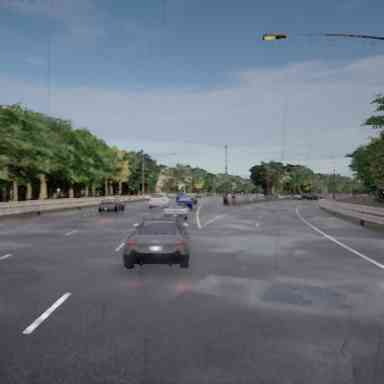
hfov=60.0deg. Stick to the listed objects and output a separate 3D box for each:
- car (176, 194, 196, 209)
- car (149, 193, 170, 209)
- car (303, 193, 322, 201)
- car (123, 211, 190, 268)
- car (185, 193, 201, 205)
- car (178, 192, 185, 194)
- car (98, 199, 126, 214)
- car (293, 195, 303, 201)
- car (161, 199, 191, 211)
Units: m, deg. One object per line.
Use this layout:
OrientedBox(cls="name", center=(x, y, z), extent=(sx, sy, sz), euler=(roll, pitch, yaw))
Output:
OrientedBox(cls="car", center=(-0.838, 1.433, 43.645), extent=(1.882, 1.535, 5.008), euler=(0, 0, 2))
OrientedBox(cls="car", center=(-4.281, 1.158, 44.513), extent=(2.150, 2.045, 5.566), euler=(0, 0, 3))
OrientedBox(cls="car", center=(30.162, 1.230, 83.139), extent=(2.150, 2.045, 5.566), euler=(0, 0, 30))
OrientedBox(cls="car", center=(-1.071, 1.555, 11.335), extent=(1.994, 1.385, 4.181), euler=(0, 0, -2))
OrientedBox(cls="car", center=(-0.007, 1.443, 57.544), extent=(1.837, 1.490, 4.892), euler=(0, 0, 4))
OrientedBox(cls="car", center=(-2.076, 1.122, 73.366), extent=(2.150, 2.045, 5.566), euler=(0, 0, 6))
OrientedBox(cls="car", center=(-8.090, 1.419, 33.954), extent=(2.128, 1.511, 4.902), euler=(0, 0, 2))
OrientedBox(cls="car", center=(26.909, 1.520, 84.502), extent=(1.812, 1.442, 4.674), euler=(0, 0, 30))
OrientedBox(cls="car", center=(-1.262, 1.566, 28.027), extent=(1.895, 1.301, 4.718), euler=(0, 0, 1))
